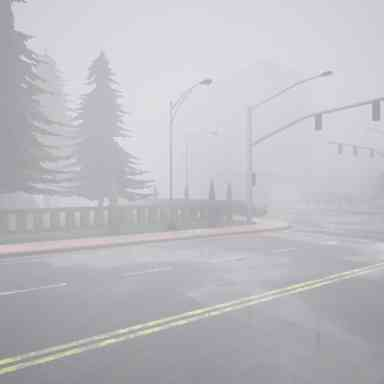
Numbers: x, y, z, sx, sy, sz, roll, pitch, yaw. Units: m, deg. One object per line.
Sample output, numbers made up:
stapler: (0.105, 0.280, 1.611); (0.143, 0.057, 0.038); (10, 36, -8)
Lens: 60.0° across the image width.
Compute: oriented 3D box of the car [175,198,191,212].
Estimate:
car: (-0.525, 1.505, 39.055); (1.837, 1.490, 4.892); (0, 0, -35)

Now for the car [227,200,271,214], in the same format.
car: (6.041, 1.601, 35.861); (1.895, 1.301, 4.718); (0, 0, -35)

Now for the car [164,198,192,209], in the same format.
car: (-1.980, 1.563, 47.151); (1.994, 1.385, 4.181); (0, 0, -35)

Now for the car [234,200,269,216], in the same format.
car: (4.921, 1.505, 31.395); (1.837, 1.490, 4.892); (0, 0, -35)
